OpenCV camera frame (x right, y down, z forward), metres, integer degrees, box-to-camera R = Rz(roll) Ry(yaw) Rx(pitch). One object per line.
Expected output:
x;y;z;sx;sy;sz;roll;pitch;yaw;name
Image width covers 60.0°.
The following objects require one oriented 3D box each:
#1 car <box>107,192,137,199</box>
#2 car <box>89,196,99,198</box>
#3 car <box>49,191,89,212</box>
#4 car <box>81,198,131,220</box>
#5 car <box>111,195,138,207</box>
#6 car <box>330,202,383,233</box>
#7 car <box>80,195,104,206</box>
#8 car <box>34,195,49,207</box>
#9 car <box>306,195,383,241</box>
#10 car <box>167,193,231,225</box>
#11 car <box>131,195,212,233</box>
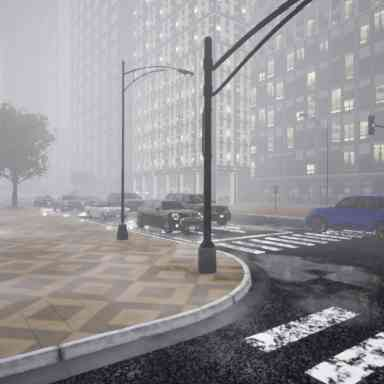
-6.042;1.001;30.446;2.150;2.045;5.566;0;0;-37;car
-12.150;1.184;38.665;2.128;1.511;4.902;0;0;-37;car
-12.543;1.062;33.741;2.097;1.767;4.553;0;0;-37;car
-6.672;1.393;25.833;1.895;1.301;4.718;0;0;-37;car
-9.480;1.209;46.291;1.812;1.442;4.674;0;0;-37;car
10.770;1.461;19.057;2.128;1.511;4.902;0;1;-37;car
-14.185;1.201;47.166;1.994;1.385;4.181;0;0;-37;car
-18.548;1.114;41.870;2.128;1.511;4.902;0;0;-36;car
8.526;1.177;16.628;2.150;2.045;5.566;0;0;-37;car
0.136;1.085;22.131;2.150;2.045;5.566;0;0;-37;car
-1.304;1.216;18.621;2.097;1.767;4.553;0;0;-37;car
